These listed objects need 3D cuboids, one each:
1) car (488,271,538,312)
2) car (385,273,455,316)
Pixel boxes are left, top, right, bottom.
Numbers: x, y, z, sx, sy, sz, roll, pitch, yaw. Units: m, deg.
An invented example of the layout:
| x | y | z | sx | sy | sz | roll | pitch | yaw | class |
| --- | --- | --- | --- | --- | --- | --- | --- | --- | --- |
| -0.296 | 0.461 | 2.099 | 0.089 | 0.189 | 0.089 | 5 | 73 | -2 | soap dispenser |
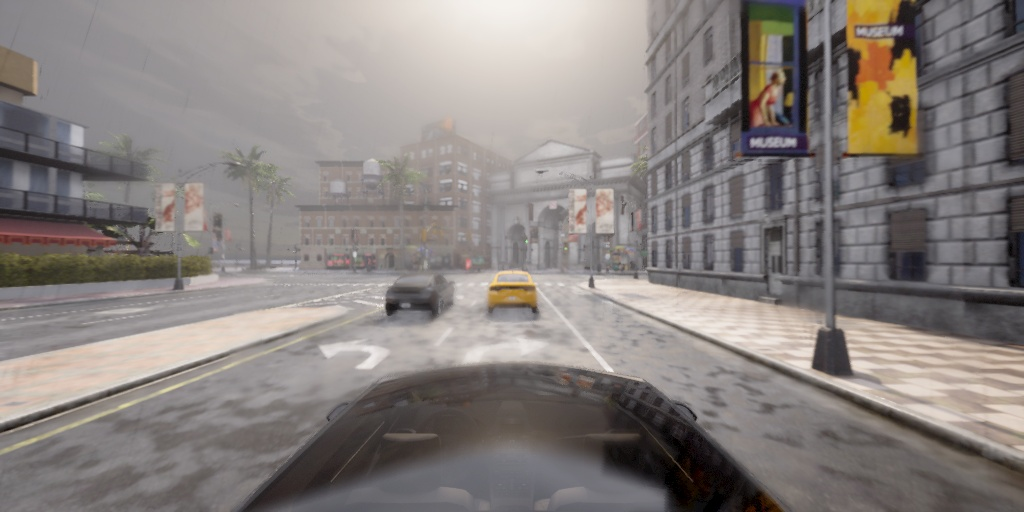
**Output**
| x | y | z | sx | sy | sz | roll | pitch | yaw | class |
| --- | --- | --- | --- | --- | --- | --- | --- | --- | --- |
| 0.049 | 1.377 | 15.093 | 1.882 | 1.535 | 5.008 | 0 | -1 | 1 | car |
| -3.459 | 1.395 | 14.198 | 1.837 | 1.490 | 4.892 | 0 | 0 | 1 | car |
